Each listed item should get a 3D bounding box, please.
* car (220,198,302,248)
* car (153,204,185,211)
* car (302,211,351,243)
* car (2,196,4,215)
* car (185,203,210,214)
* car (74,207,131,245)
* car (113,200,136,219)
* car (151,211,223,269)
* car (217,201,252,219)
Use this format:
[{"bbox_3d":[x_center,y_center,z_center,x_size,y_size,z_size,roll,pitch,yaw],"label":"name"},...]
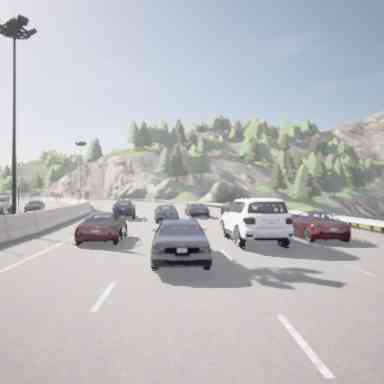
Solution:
[{"bbox_3d":[2.802,1.306,15.391,2.150,2.045,5.566,0,0,-5],"label":"car"},{"bbox_3d":[-2.120,1.706,26.982,2.033,1.411,5.357,0,0,-8],"label":"car"},{"bbox_3d":[6.159,1.653,16.833,1.994,1.385,4.181,0,0,-5],"label":"car"},{"bbox_3d":[-22.223,1.467,37.994,2.150,2.045,5.566,0,0,-13],"label":"car"},{"bbox_3d":[0.430,1.753,32.940,1.994,1.385,4.181,0,0,-10],"label":"car"},{"bbox_3d":[-4.327,1.664,16.280,1.994,1.385,4.181,0,0,-5],"label":"car"},{"bbox_3d":[-6.358,1.540,31.142,2.097,1.767,4.553,0,0,-10],"label":"car"},{"bbox_3d":[-0.411,1.614,11.352,2.033,1.411,5.357,0,0,-3],"label":"car"},{"bbox_3d":[4.053,1.674,32.573,2.128,1.511,4.902,0,0,-10],"label":"car"}]
